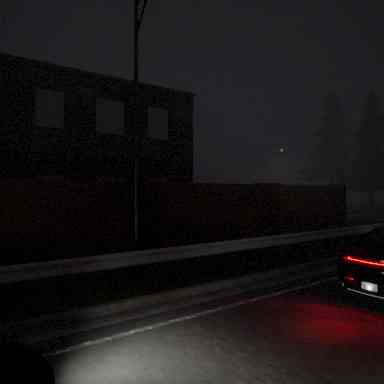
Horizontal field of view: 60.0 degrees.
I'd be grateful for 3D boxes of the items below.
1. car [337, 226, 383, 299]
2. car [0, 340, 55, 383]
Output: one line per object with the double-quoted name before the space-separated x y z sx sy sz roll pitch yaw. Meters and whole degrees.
"car" 5.266 1.505 7.548 4.892 1.490 1.837 0 0 -35
"car" -3.101 1.526 1.536 4.674 1.442 1.812 0 0 -35
